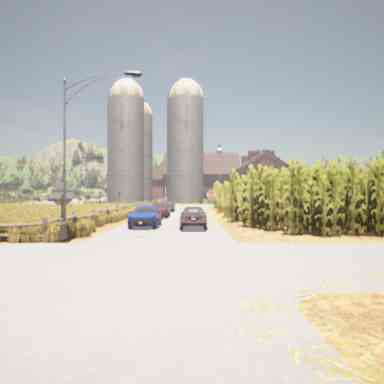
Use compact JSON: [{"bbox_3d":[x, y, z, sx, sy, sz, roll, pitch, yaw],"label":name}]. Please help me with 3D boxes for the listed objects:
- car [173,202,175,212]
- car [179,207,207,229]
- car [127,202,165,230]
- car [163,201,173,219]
[{"bbox_3d":[-3.166,1.892,43.892,2.033,1.411,5.357,0,0,0],"label":"car"},{"bbox_3d":[0.095,1.753,23.248,2.033,1.411,5.357,0,-1,0],"label":"car"},{"bbox_3d":[-3.201,1.682,23.118,1.882,1.535,5.008,0,-1,0],"label":"car"},{"bbox_3d":[-3.201,1.771,33.265,1.882,1.535,5.008,0,0,0],"label":"car"}]
